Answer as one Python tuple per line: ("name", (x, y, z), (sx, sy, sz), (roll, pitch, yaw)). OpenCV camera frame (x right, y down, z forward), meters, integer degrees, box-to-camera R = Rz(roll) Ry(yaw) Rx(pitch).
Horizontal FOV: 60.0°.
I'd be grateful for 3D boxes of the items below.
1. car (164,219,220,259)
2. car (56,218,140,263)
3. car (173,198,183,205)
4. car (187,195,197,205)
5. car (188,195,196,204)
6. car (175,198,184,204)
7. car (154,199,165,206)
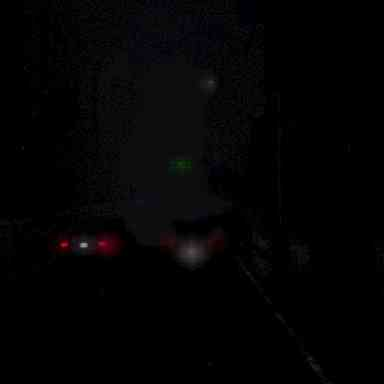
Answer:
("car", (0.010, 1.730, 13.233), (1.895, 1.301, 4.718), (0, -1, 0))
("car", (-3.246, 1.669, 12.493), (2.033, 1.411, 5.357), (0, -1, 0))
("car", (-3.256, 2.263, 74.864), (1.994, 1.385, 4.181), (0, -1, 0))
("car", (-0.006, 2.066, 74.836), (2.097, 1.767, 4.553), (0, -1, 0))
("car", (-0.007, 1.876, 84.902), (2.150, 2.045, 5.566), (0, -1, 0))
("car", (-3.257, 2.175, 84.869), (2.128, 1.511, 4.902), (0, -1, 0))
("car", (-6.509, 2.153, 67.392), (2.128, 1.511, 4.902), (0, 0, 0))
